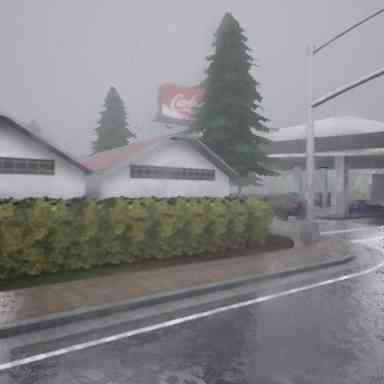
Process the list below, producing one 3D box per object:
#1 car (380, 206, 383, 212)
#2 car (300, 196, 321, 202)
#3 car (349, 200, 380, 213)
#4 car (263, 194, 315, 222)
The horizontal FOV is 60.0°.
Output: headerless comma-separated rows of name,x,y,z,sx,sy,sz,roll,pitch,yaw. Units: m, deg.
car,20.178,1.542,31.817,3.866,1.878,1.905,0,0,-36
car,31.437,1.836,88.435,2.152,1.636,5.027,0,0,-36
car,20.344,1.737,38.947,4.611,1.667,2.242,0,0,-36
car,6.619,1.234,26.113,2.150,2.045,5.566,2,-3,-31
